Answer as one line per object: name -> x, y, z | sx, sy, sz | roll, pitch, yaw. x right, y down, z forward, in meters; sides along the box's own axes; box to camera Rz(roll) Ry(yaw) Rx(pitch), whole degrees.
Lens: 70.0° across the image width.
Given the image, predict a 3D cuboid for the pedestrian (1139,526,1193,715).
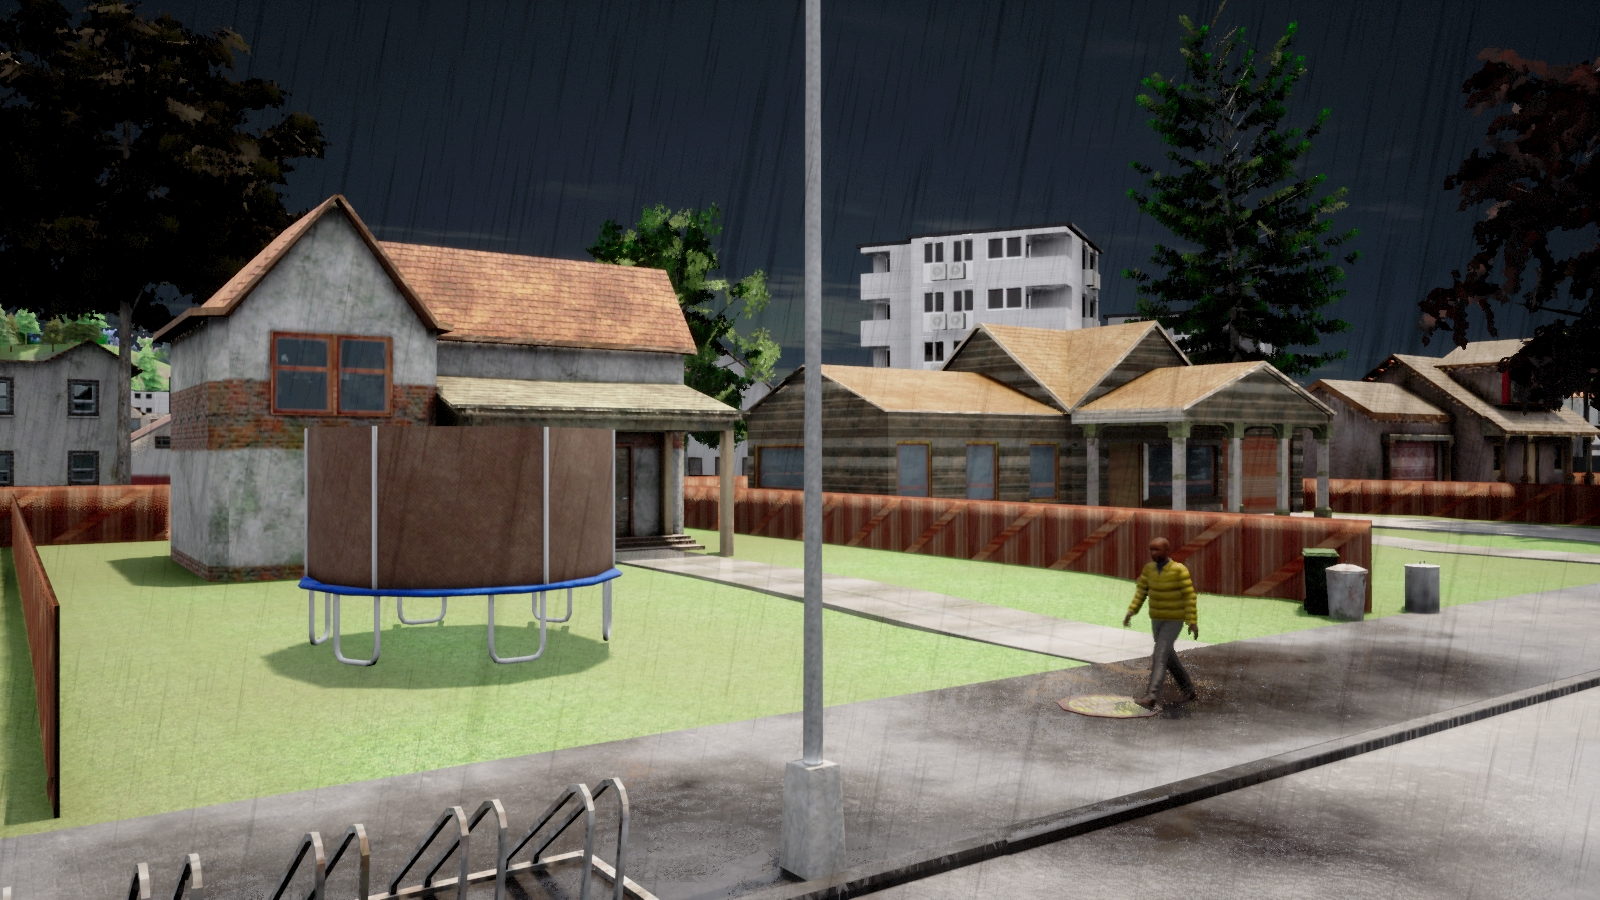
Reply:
pedestrian -> 3.748, 1.724, 11.702 | 0.375, 1.860, 0.375 | 0, 0, -32
